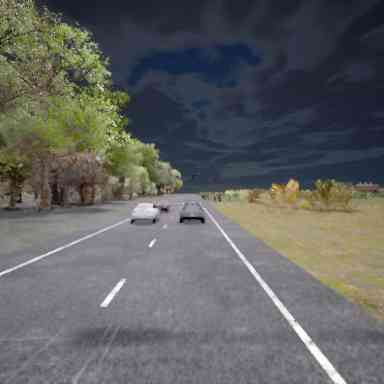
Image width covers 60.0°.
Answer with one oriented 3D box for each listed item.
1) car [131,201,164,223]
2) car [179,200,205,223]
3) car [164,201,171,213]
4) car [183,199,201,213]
[{"bbox_3d":[-3.499,1.551,25.615,1.812,1.442,4.674,0,0,0],"label":"car"},{"bbox_3d":[0.015,1.589,26.065,1.994,1.385,4.181,0,0,0],"label":"car"},{"bbox_3d":[-3.474,1.636,38.130,1.895,1.301,4.718,0,0,1],"label":"car"},{"bbox_3d":[0.034,1.599,38.755,1.994,1.385,4.181,0,0,1],"label":"car"}]
